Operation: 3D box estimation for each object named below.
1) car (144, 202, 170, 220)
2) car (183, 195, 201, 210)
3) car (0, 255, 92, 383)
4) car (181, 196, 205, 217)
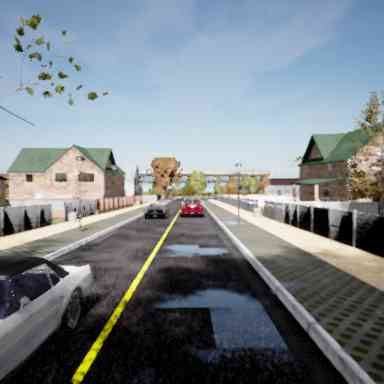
[{"bbox_3d":[-2.874,1.558,27.974,1.895,1.301,4.718,0,0,0],"label":"car"},{"bbox_3d":[0.029,1.301,42.201,2.097,1.767,4.553,0,0,0],"label":"car"},{"bbox_3d":[-2.842,1.592,4.104,1.895,1.301,4.718,0,0,0],"label":"car"},{"bbox_3d":[0.057,1.306,30.747,2.097,1.767,4.553,0,0,0],"label":"car"}]
